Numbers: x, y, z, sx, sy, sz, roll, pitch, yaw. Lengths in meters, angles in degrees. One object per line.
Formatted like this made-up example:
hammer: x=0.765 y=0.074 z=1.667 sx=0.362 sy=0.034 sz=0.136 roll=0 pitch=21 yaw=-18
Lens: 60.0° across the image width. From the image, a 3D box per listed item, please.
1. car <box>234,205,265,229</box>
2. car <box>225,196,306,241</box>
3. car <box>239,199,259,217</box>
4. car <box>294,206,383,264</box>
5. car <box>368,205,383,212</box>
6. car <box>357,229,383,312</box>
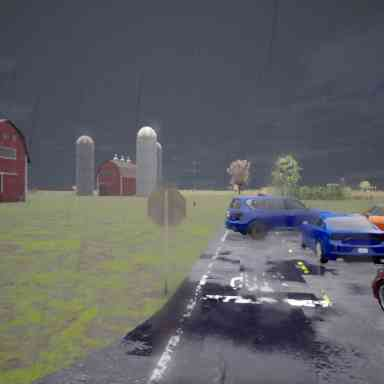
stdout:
car: x=3.904 y=1.601 z=22.659 sx=1.895 sy=1.301 sz=4.718 roll=0 pitch=0 yaw=9
car: x=4.427 y=1.219 z=16.582 sx=5.566 sy=2.045 sz=2.150 roll=0 pitch=0 yaw=-8
car: x=5.596 y=1.502 z=32.960 sx=1.837 sy=1.490 sz=4.892 roll=0 pitch=0 yaw=9
car: x=5.108 y=1.480 z=11.734 sx=1.882 sy=1.535 sz=5.008 roll=0 pitch=0 yaw=8
car: x=9.193 y=1.371 z=15.885 sx=4.553 sy=1.767 sz=2.097 roll=0 pitch=0 yaw=44
car: x=4.626 y=1.528 z=4.526 sx=1.812 sy=1.442 sz=4.674 roll=0 pitch=0 yaw=-9
